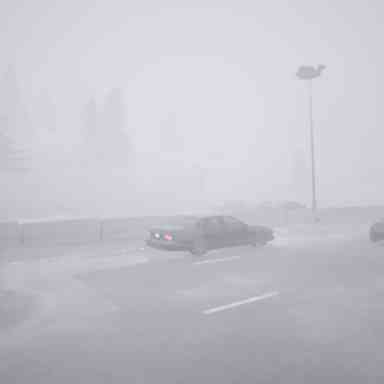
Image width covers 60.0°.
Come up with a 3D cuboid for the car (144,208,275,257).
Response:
[{"bbox_3d":[0.837,1.555,12.984,5.357,1.411,2.033,0,0,-36],"label":"car"}]

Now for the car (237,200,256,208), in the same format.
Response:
[{"bbox_3d":[7.343,1.603,35.135,4.674,1.442,1.812,0,0,-35],"label":"car"}]

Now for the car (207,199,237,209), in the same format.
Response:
[{"bbox_3d":[4.408,1.558,37.341,5.008,1.535,1.882,0,0,-35],"label":"car"}]

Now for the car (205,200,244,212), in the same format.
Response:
[{"bbox_3d":[4.103,1.694,41.418,4.718,1.301,1.895,0,0,-35],"label":"car"}]

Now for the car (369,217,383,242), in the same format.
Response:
[{"bbox_3d":[9.980,1.581,15.262,4.181,1.385,1.994,0,0,-36],"label":"car"}]

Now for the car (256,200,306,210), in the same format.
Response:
[{"bbox_3d":[8.829,1.546,31.895,5.008,1.535,1.882,1,0,-35],"label":"car"}]
